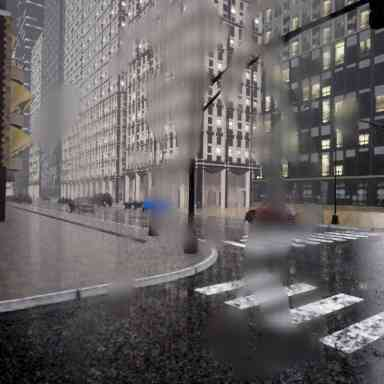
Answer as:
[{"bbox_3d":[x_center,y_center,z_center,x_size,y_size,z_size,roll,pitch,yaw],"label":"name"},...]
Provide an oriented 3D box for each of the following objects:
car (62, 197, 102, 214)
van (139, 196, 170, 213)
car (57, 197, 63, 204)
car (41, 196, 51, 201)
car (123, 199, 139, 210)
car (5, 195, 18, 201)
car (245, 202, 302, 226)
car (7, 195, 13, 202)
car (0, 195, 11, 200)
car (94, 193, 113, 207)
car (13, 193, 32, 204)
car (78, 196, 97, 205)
[{"bbox_3d":[-10.930,1.427,32.870,2.008,1.369,4.403,1,-1,-35],"label":"car"},{"bbox_3d":[-4.094,1.382,37.722,1.690,1.788,3.998,1,-1,-35],"label":"van"},{"bbox_3d":[-22.621,1.522,59.327,1.994,1.385,4.181,1,-1,-35],"label":"car"},{"bbox_3d":[-36.798,1.570,83.778,1.802,1.307,4.206,1,-1,-35],"label":"car"},{"bbox_3d":[-7.367,1.584,42.326,2.008,1.369,4.403,1,-1,-35],"label":"car"},{"bbox_3d":[-40.358,1.378,74.322,2.008,1.369,4.403,1,-1,-35],"label":"car"},{"bbox_3d":[5.715,1.505,23.904,1.967,1.590,4.097,1,-1,-35],"label":"car"},{"bbox_3d":[-37.089,1.396,69.717,1.947,1.339,4.313,1,-1,-35],"label":"car"},{"bbox_3d":[-46.803,1.365,83.398,1.752,1.417,4.829,1,-1,-35],"label":"car"},{"bbox_3d":[-14.513,1.255,53.121,2.150,2.045,5.566,1,-1,-35],"label":"car"},{"bbox_3d":[-30.545,1.155,60.507,2.192,1.841,5.009,1,-1,-35],"label":"car"},{"bbox_3d":[-18.521,1.525,58.824,1.837,1.490,4.892,1,-1,-35],"label":"car"}]
